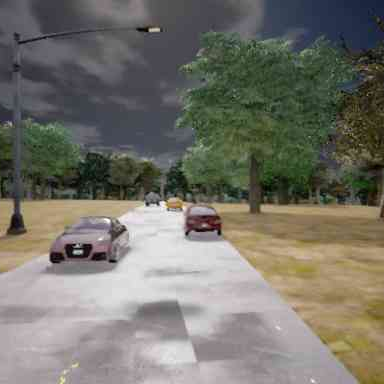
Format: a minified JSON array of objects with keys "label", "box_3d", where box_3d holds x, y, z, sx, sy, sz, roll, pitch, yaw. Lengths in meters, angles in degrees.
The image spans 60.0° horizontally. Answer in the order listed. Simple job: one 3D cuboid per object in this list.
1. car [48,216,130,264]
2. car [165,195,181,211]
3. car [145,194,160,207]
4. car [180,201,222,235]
[{"label":"car","box_3d":[-3.395,1.556,11.698,1.994,1.385,4.181,0,0,-2]},{"label":"car","box_3d":[-2.178,1.477,41.694,1.882,1.535,5.008,0,0,-4]},{"label":"car","box_3d":[-6.223,1.273,53.082,2.150,2.045,5.566,0,0,-4]},{"label":"car","box_3d":[0.479,1.458,18.577,1.882,1.535,5.008,0,0,-3]}]
